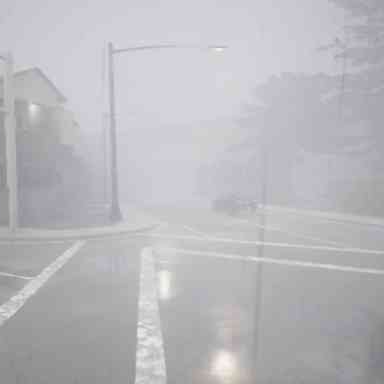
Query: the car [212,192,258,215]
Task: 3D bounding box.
[{"bbox_3d":[2.947,0.786,24.021,2.128,1.511,4.902,-2,2,-18],"label":"car"}]
